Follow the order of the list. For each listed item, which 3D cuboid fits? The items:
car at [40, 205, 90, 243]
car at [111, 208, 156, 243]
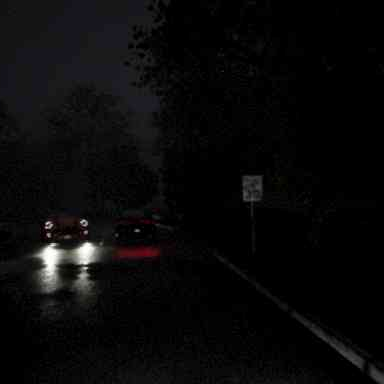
[{"bbox_3d":[-6.662,1.516,17.331,2.097,1.767,4.553,-2,0,-25],"label":"car"},{"bbox_3d":[-3.046,1.568,17.004,1.882,1.535,5.008,-1,0,-15],"label":"car"}]
